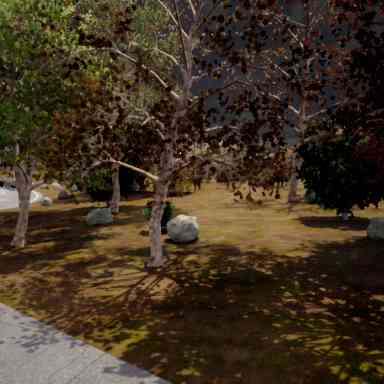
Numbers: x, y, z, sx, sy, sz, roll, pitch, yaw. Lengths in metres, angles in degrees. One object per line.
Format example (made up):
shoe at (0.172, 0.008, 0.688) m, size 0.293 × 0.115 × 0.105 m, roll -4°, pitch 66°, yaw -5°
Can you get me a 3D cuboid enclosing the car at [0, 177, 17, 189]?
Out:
car at (-23.217, -1.181, 42.449) m, size 4.902 × 1.511 × 2.128 m, roll 7°, pitch 4°, yaw 44°
